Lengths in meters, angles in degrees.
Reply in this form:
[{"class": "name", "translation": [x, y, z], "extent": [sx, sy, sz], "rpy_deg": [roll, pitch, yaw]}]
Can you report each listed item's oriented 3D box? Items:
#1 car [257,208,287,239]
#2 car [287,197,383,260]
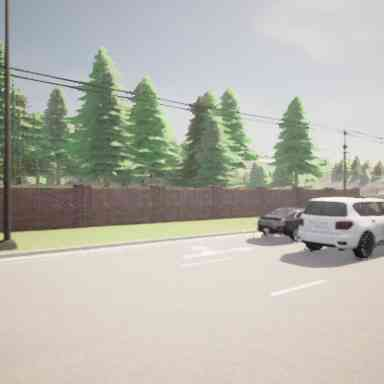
[{"class": "car", "translation": [5.308, 1.486, 16.203], "extent": [4.902, 1.511, 2.128], "rpy_deg": [0, 0, -35]}, {"class": "car", "translation": [6.421, 1.218, 12.710], "extent": [5.566, 2.045, 2.150], "rpy_deg": [0, 0, -35]}]
